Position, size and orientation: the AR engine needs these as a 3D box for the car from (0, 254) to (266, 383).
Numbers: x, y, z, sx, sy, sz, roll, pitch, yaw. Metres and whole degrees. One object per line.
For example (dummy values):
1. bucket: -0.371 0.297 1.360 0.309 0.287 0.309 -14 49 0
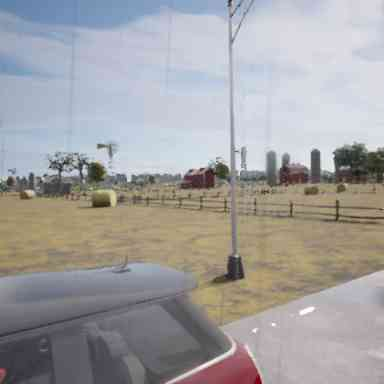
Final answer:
1. car: -1.642 1.397 1.804 4.553 1.767 2.097 -1 -1 -37
